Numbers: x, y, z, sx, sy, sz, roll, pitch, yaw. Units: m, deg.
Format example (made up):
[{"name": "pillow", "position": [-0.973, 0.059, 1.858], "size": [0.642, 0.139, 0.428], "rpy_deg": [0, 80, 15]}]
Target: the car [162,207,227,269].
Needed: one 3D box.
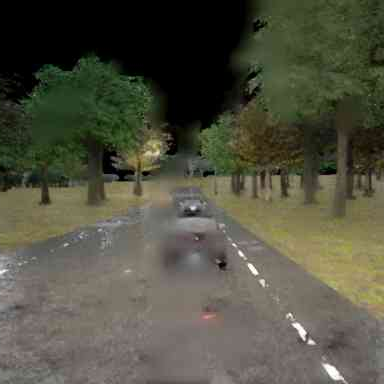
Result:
[{"name": "car", "position": [0.081, 1.470, 11.054], "size": [1.837, 1.490, 4.892], "rpy_deg": [0, 0, 0]}]

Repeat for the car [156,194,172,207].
[{"name": "car", "position": [-3.602, 1.074, 43.460], "size": [1.882, 1.535, 5.008], "rpy_deg": [0, 1, 0]}]

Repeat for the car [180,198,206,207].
[{"name": "car", "position": [0.075, 1.241, 26.894], "size": [2.097, 1.767, 4.553], "rpy_deg": [0, 1, 0]}]
